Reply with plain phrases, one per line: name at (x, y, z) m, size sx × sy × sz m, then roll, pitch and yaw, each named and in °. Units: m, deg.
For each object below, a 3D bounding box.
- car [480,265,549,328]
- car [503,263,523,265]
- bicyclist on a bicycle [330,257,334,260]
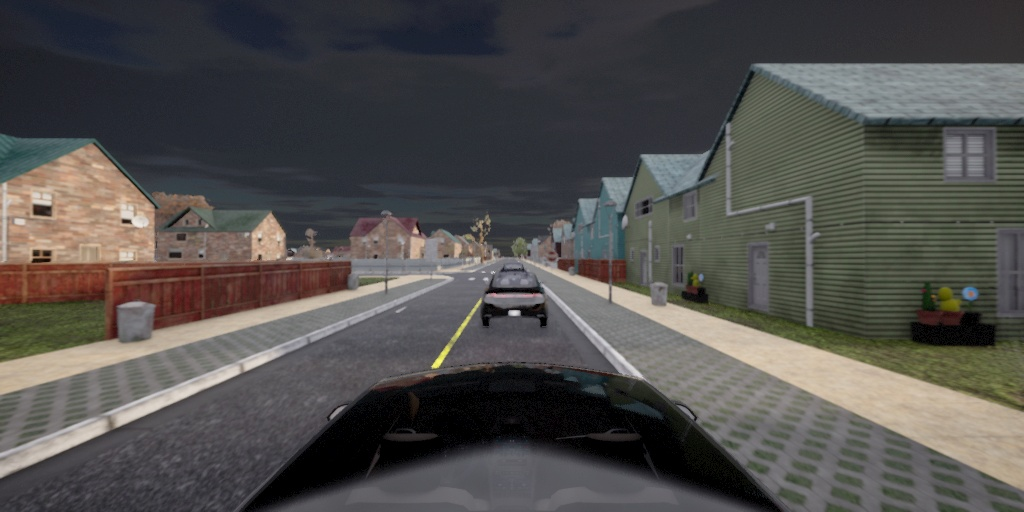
car at (0.089, 1.214, 11.384) m, size 2.128 × 1.511 × 4.902 m, roll 0°, pitch 0°, yaw 1°
car at (0.052, 1.177, 24.048) m, size 2.128 × 1.511 × 4.902 m, roll 0°, pitch 0°, yaw -1°
bicyclist on a bicycle at (-20.215, 0.989, 40.198) m, size 0.582 × 1.620 × 1.656 m, roll 0°, pitch 0°, yaw 0°
